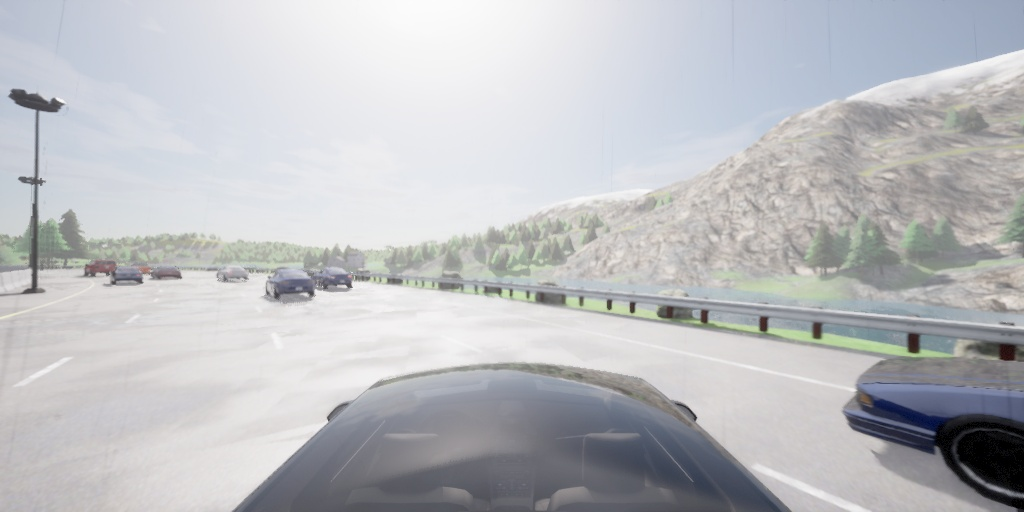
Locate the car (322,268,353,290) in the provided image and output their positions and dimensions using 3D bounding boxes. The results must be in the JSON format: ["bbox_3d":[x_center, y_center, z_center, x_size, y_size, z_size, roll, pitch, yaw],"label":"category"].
[{"bbox_3d":[-12.964,1.573,25.757,1.812,1.442,4.674,1,-1,-43],"label":"car"}]

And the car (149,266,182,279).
[{"bbox_3d":[-37.656,1.776,39.062,4.181,1.385,1.994,-1,-1,38],"label":"car"}]

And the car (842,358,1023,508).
[{"bbox_3d":[5.649,1.301,2.064,2.033,1.411,5.357,1,-1,-35],"label":"car"}]

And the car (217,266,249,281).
[{"bbox_3d":[-27.425,1.690,35.193,4.674,1.442,1.812,-1,-1,41],"label":"car"}]

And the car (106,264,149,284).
[{"bbox_3d":[-33.662,1.664,31.325,5.357,1.411,2.033,-1,-1,40],"label":"car"}]

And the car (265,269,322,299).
[{"bbox_3d":[-12.219,1.498,19.726,1.812,1.442,4.674,1,-1,-42],"label":"car"}]
